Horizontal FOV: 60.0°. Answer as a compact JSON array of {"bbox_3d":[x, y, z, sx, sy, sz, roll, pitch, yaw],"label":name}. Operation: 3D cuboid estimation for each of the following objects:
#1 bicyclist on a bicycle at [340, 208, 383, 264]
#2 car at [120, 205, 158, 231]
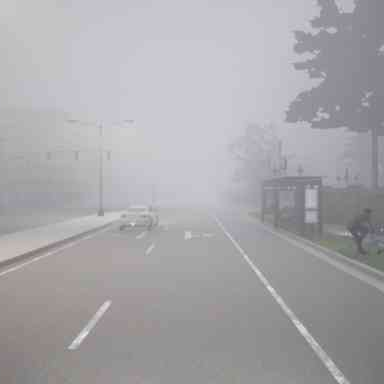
[{"bbox_3d":[5.288,1.331,10.265,0.582,1.620,1.656,0,-2,-30],"label":"bicyclist on a bicycle"},{"bbox_3d":[-3.220,1.521,20.617,1.812,1.442,4.674,0,0,1],"label":"car"}]
